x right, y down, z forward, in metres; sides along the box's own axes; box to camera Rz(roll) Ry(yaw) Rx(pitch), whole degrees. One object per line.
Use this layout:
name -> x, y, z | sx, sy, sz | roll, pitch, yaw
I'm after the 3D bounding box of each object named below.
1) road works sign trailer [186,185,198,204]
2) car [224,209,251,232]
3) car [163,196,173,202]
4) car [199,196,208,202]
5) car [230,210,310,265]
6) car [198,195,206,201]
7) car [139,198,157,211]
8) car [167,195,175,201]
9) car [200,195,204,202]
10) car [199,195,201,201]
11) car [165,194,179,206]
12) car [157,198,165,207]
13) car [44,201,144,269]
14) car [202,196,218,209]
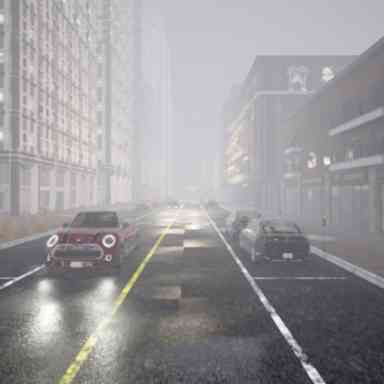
road works sign trailer -> -0.023, 0.481, 63.706 | 2.380, 3.560, 2.880 | 0, 0, 0
car -> 2.686, 1.551, 17.158 | 2.008, 1.369, 4.403 | 0, 0, 0
car -> -5.718, 1.594, 79.289 | 1.947, 1.339, 4.313 | 0, 0, 0
car -> 2.663, 1.594, 79.293 | 1.947, 1.339, 4.313 | 0, 0, 0
car -> 2.688, 1.551, 11.510 | 2.008, 1.369, 4.403 | 0, 0, 0
car -> 2.658, 1.590, 90.590 | 2.008, 1.369, 4.403 | 0, 0, 0
car -> -5.703, 1.555, 39.750 | 2.008, 1.369, 4.403 | 0, 0, 0
car -> -5.722, 1.589, 90.586 | 2.008, 1.369, 4.403 | 0, 0, 0
car -> 2.673, 1.449, 51.050 | 1.967, 1.590, 4.097 | 0, 0, 0
car -> 2.665, 1.549, 73.814 | 1.752, 1.417, 4.829 | 0, 0, 0
car -> -3.079, 1.558, 54.358 | 2.033, 1.411, 5.357 | 0, 0, 1
car -> -5.707, 1.554, 51.047 | 1.887, 1.381, 4.507 | 0, 0, 0
car -> -3.093, 1.351, 11.144 | 2.097, 1.767, 4.553 | 0, 0, 0
car -> 2.675, 1.588, 45.402 | 1.802, 1.307, 4.206 | 0, 0, 0
